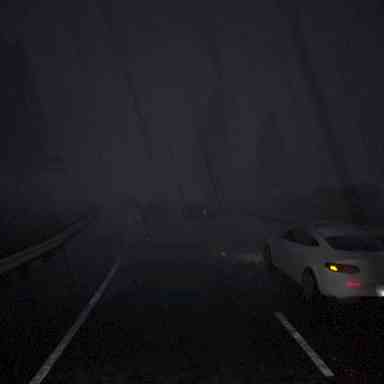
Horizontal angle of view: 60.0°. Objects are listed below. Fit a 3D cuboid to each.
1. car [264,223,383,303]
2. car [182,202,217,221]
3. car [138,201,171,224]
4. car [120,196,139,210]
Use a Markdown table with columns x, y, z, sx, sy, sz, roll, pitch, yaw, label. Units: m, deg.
| x | y | z | sx | sy | sz | roll | pitch | yaw | label |
| --- | --- | --- | --- | --- | --- | --- | --- | --- | --- |
| 3.143 | 1.473 | 7.998 | 1.812 | 1.442 | 4.674 | 0 | 0 | -4 | car |
| 0.488 | 1.418 | 25.755 | 1.994 | 1.385 | 4.181 | 0 | 0 | -12 | car |
| -2.632 | 1.399 | 23.705 | 1.812 | 1.442 | 4.674 | 0 | 0 | -12 | car |
| -7.493 | 1.295 | 40.432 | 1.837 | 1.490 | 4.892 | 0 | 0 | -20 | car |
